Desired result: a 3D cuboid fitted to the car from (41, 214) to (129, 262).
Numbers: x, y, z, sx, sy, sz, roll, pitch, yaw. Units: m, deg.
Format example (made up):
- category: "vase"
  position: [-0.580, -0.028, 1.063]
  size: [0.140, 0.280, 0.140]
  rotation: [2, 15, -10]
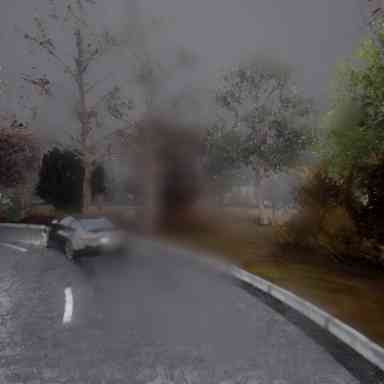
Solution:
- category: "car"
  position: [-3.978, 1.475, 12.097]
  size: [1.994, 1.385, 4.181]
  rotation: [1, 1, -39]
